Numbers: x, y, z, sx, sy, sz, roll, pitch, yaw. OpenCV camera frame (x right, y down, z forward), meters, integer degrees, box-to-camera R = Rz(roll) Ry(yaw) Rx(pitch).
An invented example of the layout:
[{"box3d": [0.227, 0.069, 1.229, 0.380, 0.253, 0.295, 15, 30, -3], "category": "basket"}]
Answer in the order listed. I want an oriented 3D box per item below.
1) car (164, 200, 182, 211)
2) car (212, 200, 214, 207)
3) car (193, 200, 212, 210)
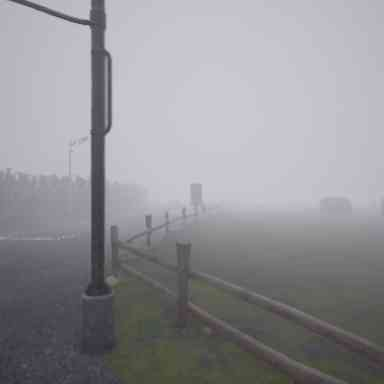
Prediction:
[{"box3d": [-2.748, 1.929, 48.022, 1.837, 1.490, 4.892, -1, -1, 10], "category": "car"}, {"box3d": [3.066, 2.108, 60.788, 1.895, 1.301, 4.718, -1, -1, 9], "category": "car"}, {"box3d": [1.336, 1.917, 50.408, 1.837, 1.490, 4.892, -1, 0, 11], "category": "car"}]
